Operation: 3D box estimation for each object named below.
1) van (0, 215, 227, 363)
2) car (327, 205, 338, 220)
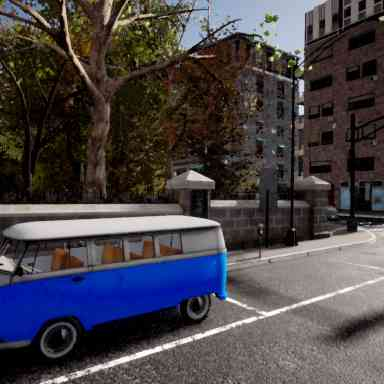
[{"bbox_3d":[-1.253,1.342,5.608,3.998,1.788,1.690,0,1,-36],"label":"van"},{"bbox_3d":[9.204,1.249,26.552,2.097,1.767,4.553,1,0,-35],"label":"car"}]
